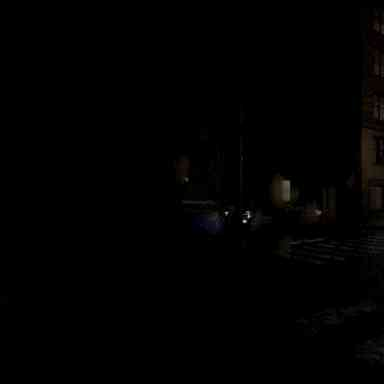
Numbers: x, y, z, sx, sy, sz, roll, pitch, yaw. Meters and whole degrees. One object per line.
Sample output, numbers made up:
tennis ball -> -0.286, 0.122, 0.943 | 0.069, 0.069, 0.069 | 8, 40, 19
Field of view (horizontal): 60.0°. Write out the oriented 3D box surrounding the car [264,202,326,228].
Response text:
car -> 6.782, 1.423, 22.392 | 1.967, 1.590, 4.097 | 0, 0, -35

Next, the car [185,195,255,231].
car -> 1.321, 1.215, 20.172 | 2.150, 2.045, 5.566 | 0, 0, -33

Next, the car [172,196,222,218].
car -> 0.370, 1.292, 31.538 | 2.192, 1.841, 5.009 | 0, 0, -35

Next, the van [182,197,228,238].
van -> -0.189, 1.340, 17.483 | 1.690, 1.788, 3.998 | 0, 0, -35
